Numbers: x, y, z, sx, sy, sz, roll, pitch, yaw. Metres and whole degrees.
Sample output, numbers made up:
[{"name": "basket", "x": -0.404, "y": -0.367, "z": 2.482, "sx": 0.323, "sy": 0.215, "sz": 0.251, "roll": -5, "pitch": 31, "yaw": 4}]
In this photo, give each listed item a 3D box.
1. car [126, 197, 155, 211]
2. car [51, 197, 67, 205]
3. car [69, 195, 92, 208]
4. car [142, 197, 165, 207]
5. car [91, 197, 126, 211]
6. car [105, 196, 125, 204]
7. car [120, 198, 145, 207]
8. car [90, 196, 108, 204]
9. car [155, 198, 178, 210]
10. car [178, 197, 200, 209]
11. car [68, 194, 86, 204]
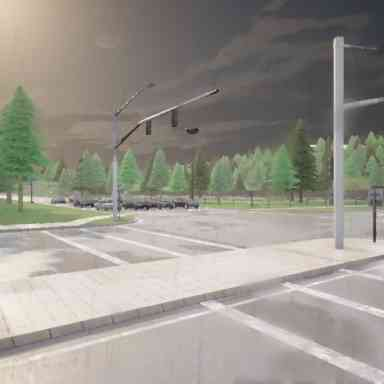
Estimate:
[{"name": "car", "x": -7.120, "y": 1.547, "z": 42.077, "sx": 2.033, "sy": 1.411, "sz": 5.357, "roll": 0, "pitch": 0, "yaw": -35}, {"name": "car", "x": -24.245, "y": 1.564, "z": 60.477, "sx": 1.994, "sy": 1.385, "sz": 4.181, "roll": 0, "pitch": 0, "yaw": -36}, {"name": "car", "x": -15.705, "y": 1.547, "z": 48.226, "sx": 2.033, "sy": 1.411, "sz": 5.357, "roll": 0, "pitch": 0, "yaw": -35}, {"name": "car", "x": -6.202, "y": 1.563, "z": 52.980, "sx": 1.994, "sy": 1.385, "sz": 4.181, "roll": 0, "pitch": 0, "yaw": -35}, {"name": "car", "x": -10.164, "y": 1.601, "z": 40.323, "sx": 1.895, "sy": 1.301, "sz": 4.718, "roll": 0, "pitch": 0, "yaw": -35}, {"name": "car", "x": -15.410, "y": 1.548, "z": 66.236, "sx": 2.033, "sy": 1.411, "sz": 5.357, "roll": 0, "pitch": 0, "yaw": -35}, {"name": "car", "x": -9.164, "y": 1.601, "z": 51.093, "sx": 1.895, "sy": 1.301, "sz": 4.718, "roll": 0, "pitch": 0, "yaw": -35}, {"name": "car", "x": -17.820, "y": 1.564, "z": 63.538, "sx": 1.994, "sy": 1.385, "sz": 4.181, "roll": 0, "pitch": 0, "yaw": -35}, {"name": "car", "x": -4.131, "y": 1.564, "z": 43.914, "sx": 1.994, "sy": 1.385, "sz": 4.181, "roll": 0, "pitch": 0, "yaw": -35}, {"name": "car", "x": -0.919, "y": 1.505, "z": 45.428, "sx": 1.837, "sy": 1.490, "sz": 4.892, "roll": 0, "pitch": 0, "yaw": -35}, {"name": "car", "x": -21.944, "y": 1.352, "z": 63.336, "sx": 2.097, "sy": 1.767, "sz": 4.553, "roll": 0, "pitch": 0, "yaw": -34}]
